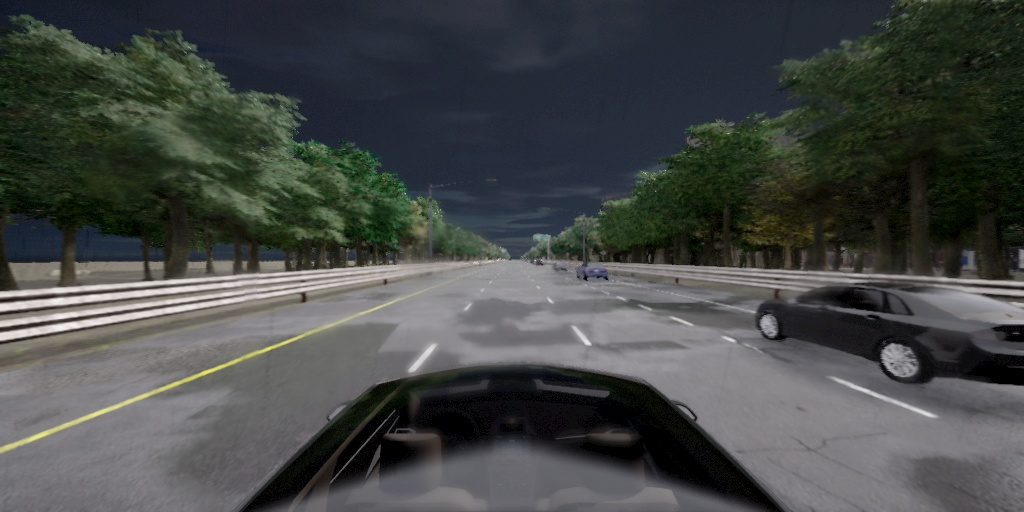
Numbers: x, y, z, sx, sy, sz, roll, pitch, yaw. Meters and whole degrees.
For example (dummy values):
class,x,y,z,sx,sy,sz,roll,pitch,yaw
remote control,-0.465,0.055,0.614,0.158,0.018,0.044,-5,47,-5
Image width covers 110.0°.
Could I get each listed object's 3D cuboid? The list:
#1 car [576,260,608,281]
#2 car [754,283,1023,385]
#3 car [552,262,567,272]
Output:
class,x,y,z,sx,sy,sz,roll,pitch,yaw
car,7.038,1.241,31.965,2.097,1.767,4.553,0,0,0
car,7.000,1.266,7.039,1.837,1.490,4.892,0,0,0
car,7.129,1.608,53.932,2.033,1.411,5.357,0,0,0
